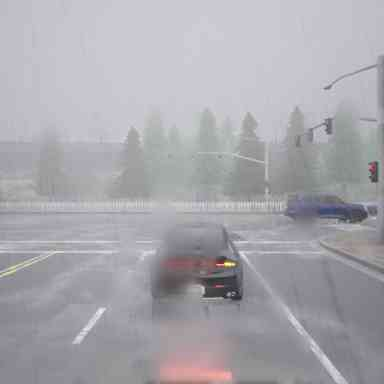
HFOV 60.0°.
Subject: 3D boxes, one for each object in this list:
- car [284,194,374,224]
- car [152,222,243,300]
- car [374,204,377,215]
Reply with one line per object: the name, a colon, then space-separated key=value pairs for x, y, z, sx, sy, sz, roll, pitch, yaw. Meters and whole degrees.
car: x=9.381 y=1.167 z=23.626 sx=5.566 sy=2.045 sz=2.150 roll=0 pitch=0 yaw=0
car: x=0.173 y=1.505 z=8.371 sx=1.837 sy=1.490 sz=4.892 roll=0 pitch=0 yaw=2
car: x=18.739 y=1.422 z=30.740 sx=5.008 sy=1.535 sz=1.882 roll=0 pitch=0 yaw=1
